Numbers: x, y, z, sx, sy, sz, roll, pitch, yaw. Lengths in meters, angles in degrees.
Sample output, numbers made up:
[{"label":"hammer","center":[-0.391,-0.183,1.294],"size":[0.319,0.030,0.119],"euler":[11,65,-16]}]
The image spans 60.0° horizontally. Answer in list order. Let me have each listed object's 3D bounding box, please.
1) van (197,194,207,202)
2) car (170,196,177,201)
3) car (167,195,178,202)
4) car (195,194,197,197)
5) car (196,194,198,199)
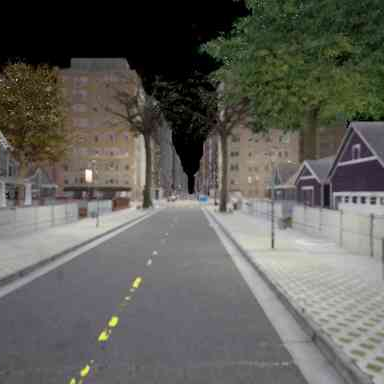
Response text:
[{"label":"van","center":[2.783,1.608,82.870],"size":[1.690,1.788,3.998],"euler":[0,0,0]},{"label":"car","center":[-5.265,1.886,93.817],"size":[1.802,1.307,4.206],"euler":[0,0,0]},{"label":"car","center":[-5.243,1.834,82.853],"size":[1.947,1.339,4.313],"euler":[0,0,0]},{"label":"car","center":[2.764,1.618,93.834],"size":[2.192,1.841,5.009],"euler":[0,0,0]},{"label":"car","center":[2.774,1.830,88.351],"size":[1.887,1.381,4.507],"euler":[0,0,0]}]
